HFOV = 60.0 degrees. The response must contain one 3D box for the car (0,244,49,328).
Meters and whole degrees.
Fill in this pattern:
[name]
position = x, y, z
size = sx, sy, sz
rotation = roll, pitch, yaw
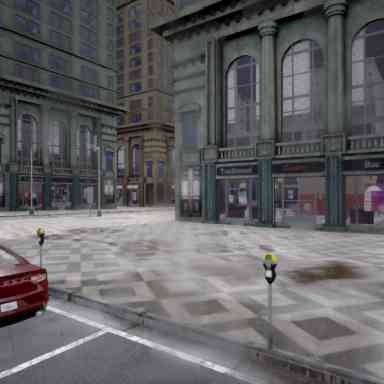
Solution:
[car]
position = -4.493, 1.545, 6.170
size = 4.507, 1.381, 1.887
rotation = 0, 0, 35
